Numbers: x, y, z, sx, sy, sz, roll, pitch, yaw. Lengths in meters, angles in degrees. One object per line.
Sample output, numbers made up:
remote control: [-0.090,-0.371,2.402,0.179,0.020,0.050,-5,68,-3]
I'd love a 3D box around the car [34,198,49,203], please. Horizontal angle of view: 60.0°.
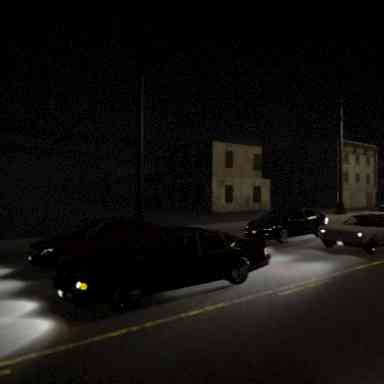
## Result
car: [-35.103,1.919,77.686,1.853,1.218,4.536,0,-1,-6]

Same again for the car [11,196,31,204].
car: [-38.827,2.052,77.503,4.974,1.542,2.038,0,-1,24]

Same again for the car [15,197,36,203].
car: [-38.874,1.895,77.525,4.536,1.218,1.853,0,-1,24]

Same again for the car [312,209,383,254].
car: [7.283,1.590,13.713,4.718,1.301,1.895,0,0,-36]

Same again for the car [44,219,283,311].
car: [-0.412,1.571,8.041,5.357,1.411,2.033,0,0,-36]

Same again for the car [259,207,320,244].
car: [4.691,1.513,16.145,4.892,1.490,1.837,0,0,-36]

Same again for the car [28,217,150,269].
car: [-2.669,1.568,10.702,4.674,1.442,1.812,0,0,-37]

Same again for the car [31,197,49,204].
car: [-35.098,2.077,77.633,2.038,1.542,4.974,0,-1,-6]

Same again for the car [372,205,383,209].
car: [12.920,1.539,22.201,4.718,1.301,1.895,0,0,-36]
